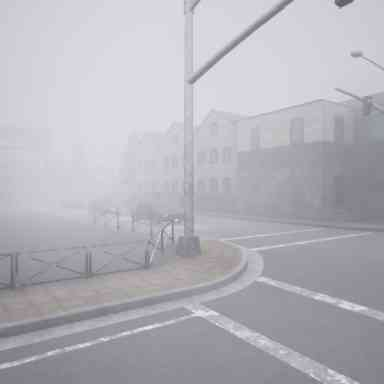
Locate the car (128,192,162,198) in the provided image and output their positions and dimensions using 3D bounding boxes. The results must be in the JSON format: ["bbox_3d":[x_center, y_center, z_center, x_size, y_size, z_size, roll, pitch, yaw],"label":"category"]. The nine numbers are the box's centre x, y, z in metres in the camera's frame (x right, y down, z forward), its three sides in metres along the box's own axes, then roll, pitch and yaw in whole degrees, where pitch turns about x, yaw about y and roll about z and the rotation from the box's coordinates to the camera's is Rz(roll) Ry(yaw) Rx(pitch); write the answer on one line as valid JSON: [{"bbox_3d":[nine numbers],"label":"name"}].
[{"bbox_3d":[-4.787,1.045,32.521,2.150,2.045,5.566,0,0,-35],"label":"car"}]

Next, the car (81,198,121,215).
[{"bbox_3d":[-8.253,1.315,31.027,2.128,1.511,4.902,0,0,-35],"label":"car"}]

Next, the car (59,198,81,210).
[{"bbox_3d":[-14.504,1.425,39.917,1.895,1.301,4.718,0,0,-35],"label":"car"}]

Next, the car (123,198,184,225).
[{"bbox_3d":[-2.507,1.371,22.909,2.033,1.411,5.357,0,0,-35],"label":"car"}]
